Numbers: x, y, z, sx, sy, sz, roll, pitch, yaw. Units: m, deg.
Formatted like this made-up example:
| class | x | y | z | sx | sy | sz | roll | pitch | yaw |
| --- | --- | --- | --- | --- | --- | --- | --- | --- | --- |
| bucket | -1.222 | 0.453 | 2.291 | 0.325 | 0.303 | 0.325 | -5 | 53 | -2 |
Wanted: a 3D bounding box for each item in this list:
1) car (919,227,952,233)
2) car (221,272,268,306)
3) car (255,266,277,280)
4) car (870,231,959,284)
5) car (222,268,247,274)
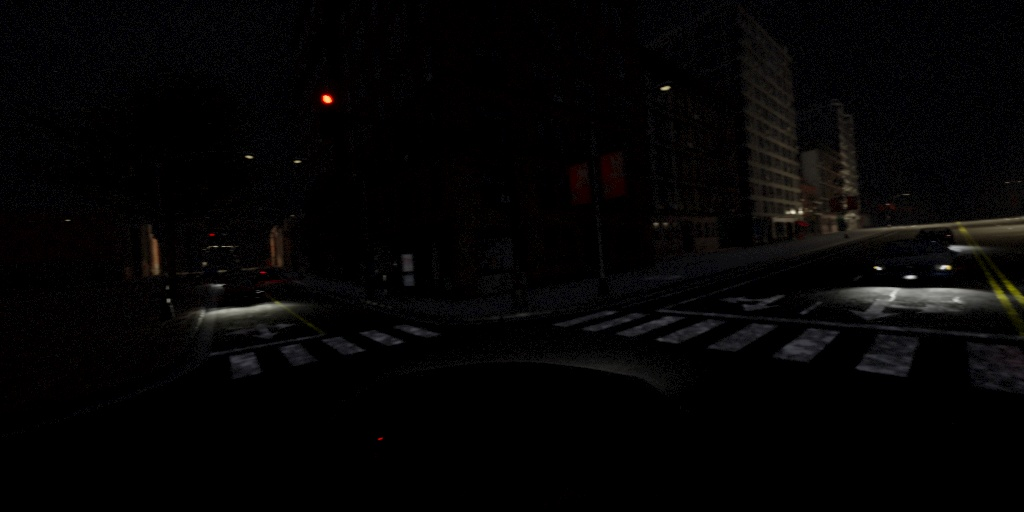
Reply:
| class | x | y | z | sx | sy | sz | roll | pitch | yaw |
| --- | --- | --- | --- | --- | --- | --- | --- | --- | --- |
| car | 32.435 | -1.539 | 27.519 | 4.718 | 1.301 | 1.895 | -5 | 1 | -39 |
| car | -16.761 | 2.069 | 22.355 | 1.882 | 1.535 | 5.008 | -4 | 2 | -39 |
| car | -28.315 | 1.957 | 41.252 | 2.128 | 1.511 | 4.902 | -4 | 3 | -39 |
| car | 14.452 | 0.089 | 12.884 | 5.357 | 1.411 | 2.033 | -5 | 1 | -39 |
| car | -31.153 | 2.114 | 40.299 | 1.837 | 1.490 | 4.892 | -4 | 3 | -39 |
